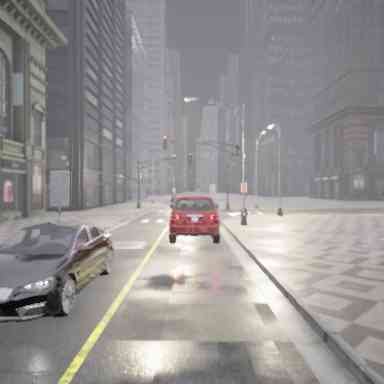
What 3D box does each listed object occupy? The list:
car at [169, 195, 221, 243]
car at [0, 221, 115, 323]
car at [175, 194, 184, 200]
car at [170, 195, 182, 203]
[{"bbox_3d":[0.103,1.147,15.646,2.150,2.045,5.566,0,0,0],"label":"car"},{"bbox_3d":[-3.079,1.456,7.427,2.128,1.511,4.902,0,0,0],"label":"car"},{"bbox_3d":[-2.990,1.178,78.746,1.994,1.385,4.181,0,0,0],"label":"car"},{"bbox_3d":[-3.006,1.255,63.176,2.033,1.411,5.357,0,0,0],"label":"car"}]
